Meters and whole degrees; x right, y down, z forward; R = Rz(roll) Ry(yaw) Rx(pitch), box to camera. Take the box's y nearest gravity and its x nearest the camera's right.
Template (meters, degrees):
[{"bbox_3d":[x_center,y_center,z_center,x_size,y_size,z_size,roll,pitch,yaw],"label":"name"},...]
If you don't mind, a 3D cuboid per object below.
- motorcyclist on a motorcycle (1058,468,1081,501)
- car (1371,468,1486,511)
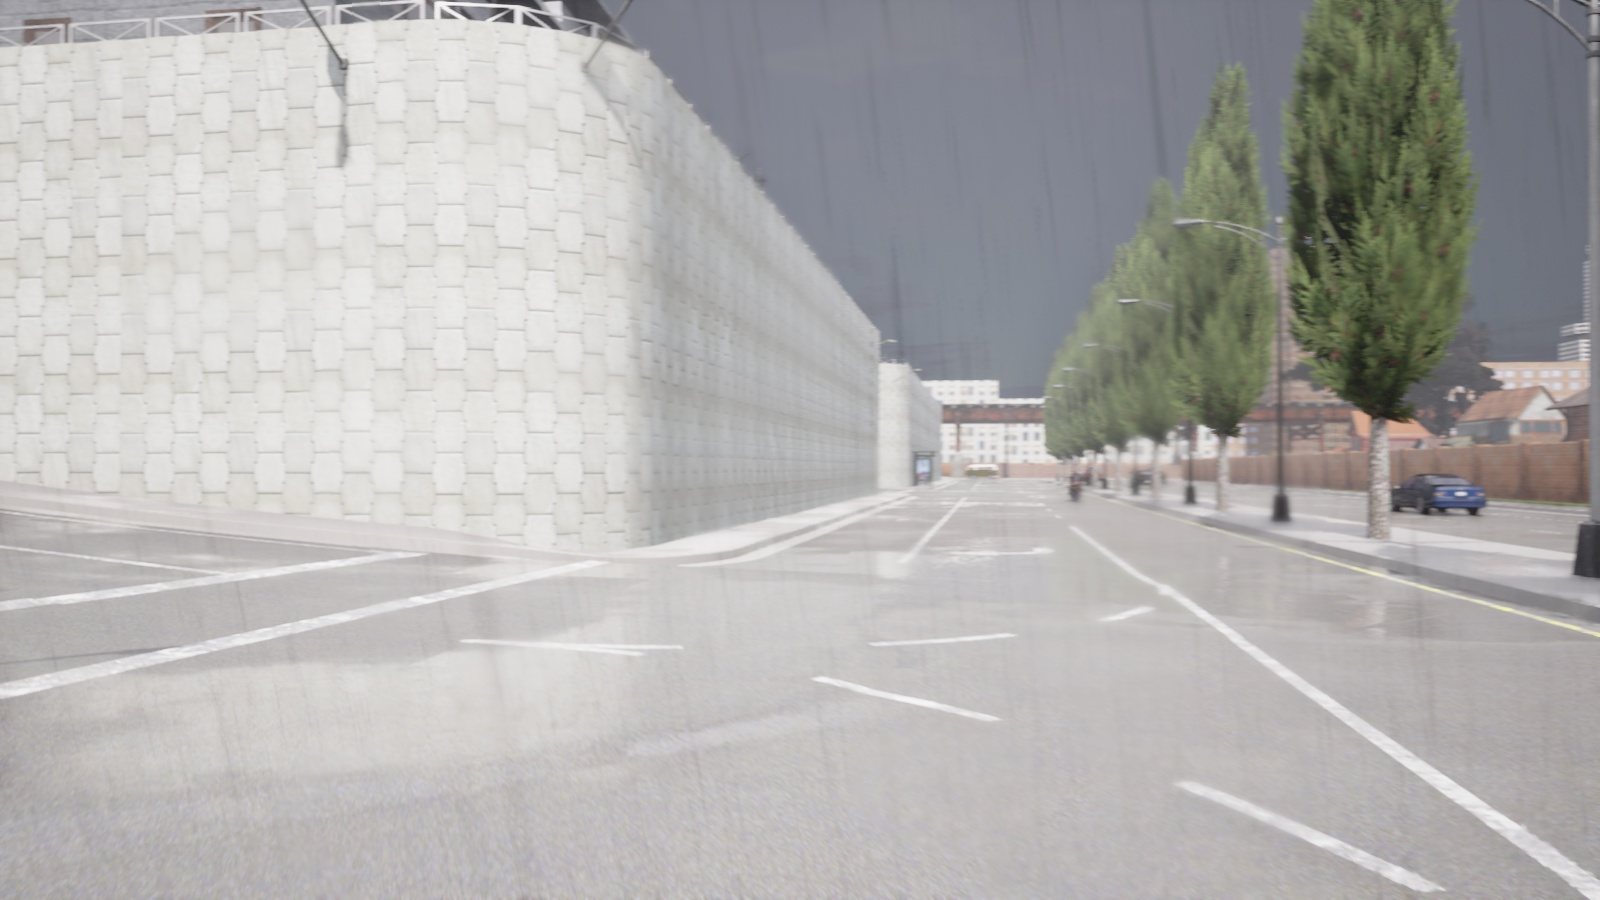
[{"bbox_3d":[12.525,1.592,58.374,0.866,1.530,2.191,0,-1,8],"label":"motorcyclist on a motorcycle"},{"bbox_3d":[22.067,1.353,44.324,2.033,1.411,5.357,0,-1,8],"label":"car"}]
